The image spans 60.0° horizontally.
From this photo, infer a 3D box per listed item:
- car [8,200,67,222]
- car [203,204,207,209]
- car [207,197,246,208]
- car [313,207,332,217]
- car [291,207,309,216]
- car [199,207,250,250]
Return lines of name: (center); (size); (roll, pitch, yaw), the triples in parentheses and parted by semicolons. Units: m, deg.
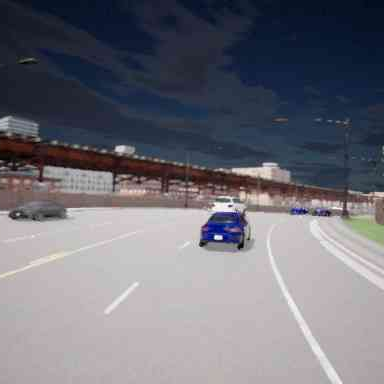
car: (-10.669, 1.276, 23.315); (1.994, 1.385, 4.181); (2, 0, 16)
car: (3.446, 2.024, 48.682); (2.097, 1.767, 4.553); (1, -2, 30)
car: (3.752, 1.501, 33.079); (2.150, 2.045, 5.566); (1, -1, 24)
car: (22.953, 3.431, 58.526); (2.097, 1.767, 4.553); (1, -3, 39)
car: (19.151, 3.376, 59.062); (1.882, 1.535, 5.008); (1, -3, 37)
car: (1.583, 1.621, 15.050); (1.812, 1.442, 4.674); (1, 0, 14)
